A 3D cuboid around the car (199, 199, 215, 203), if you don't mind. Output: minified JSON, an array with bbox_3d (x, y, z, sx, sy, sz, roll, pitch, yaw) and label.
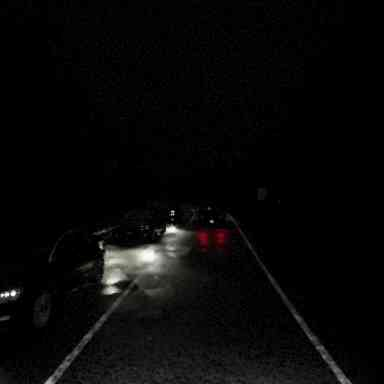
[{"bbox_3d":[1.943,1.717,42.421,1.837,1.490,4.892,0,0,-2],"label":"car"}]

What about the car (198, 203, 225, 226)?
[{"bbox_3d":[1.497,1.712,24.668,1.895,1.301,4.718,0,0,4],"label":"car"}]

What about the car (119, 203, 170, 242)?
[{"bbox_3d":[-2.600,1.563,17.256,1.882,1.535,5.008,0,0,5],"label":"car"}]

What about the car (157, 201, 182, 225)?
[{"bbox_3d":[-2.007,1.475,25.080,2.097,1.767,4.553,0,0,4],"label":"car"}]

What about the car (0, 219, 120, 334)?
[{"bbox_3d":[-3.291,1.526,7.021,2.128,1.511,4.902,0,0,3],"label":"car"}]
